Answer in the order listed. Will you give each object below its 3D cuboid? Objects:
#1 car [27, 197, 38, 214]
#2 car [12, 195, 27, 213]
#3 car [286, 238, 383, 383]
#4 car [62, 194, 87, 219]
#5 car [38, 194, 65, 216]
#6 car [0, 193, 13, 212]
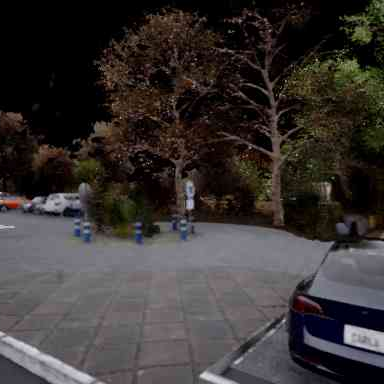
[{"bbox_3d":[-12.980,1.274,32.327,2.185,1.767,4.553,0,0,36],"label":"car"},{"bbox_3d":[-15.244,1.255,33.948,2.185,1.767,4.553,0,0,36],"label":"car"},{"bbox_3d":[2.993,1.425,5.027,2.163,1.488,4.792,0,0,36],"label":"car"},{"bbox_3d":[-8.386,1.311,28.959,2.185,1.767,4.553,0,0,36],"label":"car"},{"bbox_3d":[-10.615,1.167,30.629,2.435,2.045,5.566,0,0,36],"label":"car"},{"bbox_3d":[-19.707,1.219,37.068,2.185,1.767,4.553,0,0,36],"label":"car"}]
